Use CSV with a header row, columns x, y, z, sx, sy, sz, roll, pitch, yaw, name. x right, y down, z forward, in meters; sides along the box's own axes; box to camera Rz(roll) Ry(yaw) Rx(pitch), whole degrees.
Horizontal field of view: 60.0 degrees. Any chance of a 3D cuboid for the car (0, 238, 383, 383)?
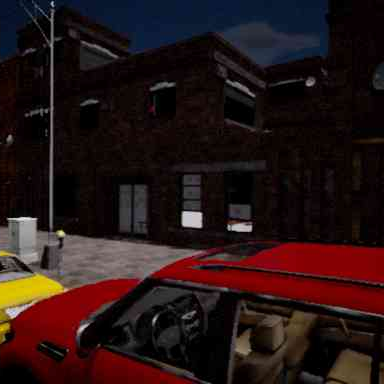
x,y,z,sx,sy,sz,roll,pitch,yaw,name
0.537,1.318,2.473,5.009,1.841,2.192,0,1,36,car
